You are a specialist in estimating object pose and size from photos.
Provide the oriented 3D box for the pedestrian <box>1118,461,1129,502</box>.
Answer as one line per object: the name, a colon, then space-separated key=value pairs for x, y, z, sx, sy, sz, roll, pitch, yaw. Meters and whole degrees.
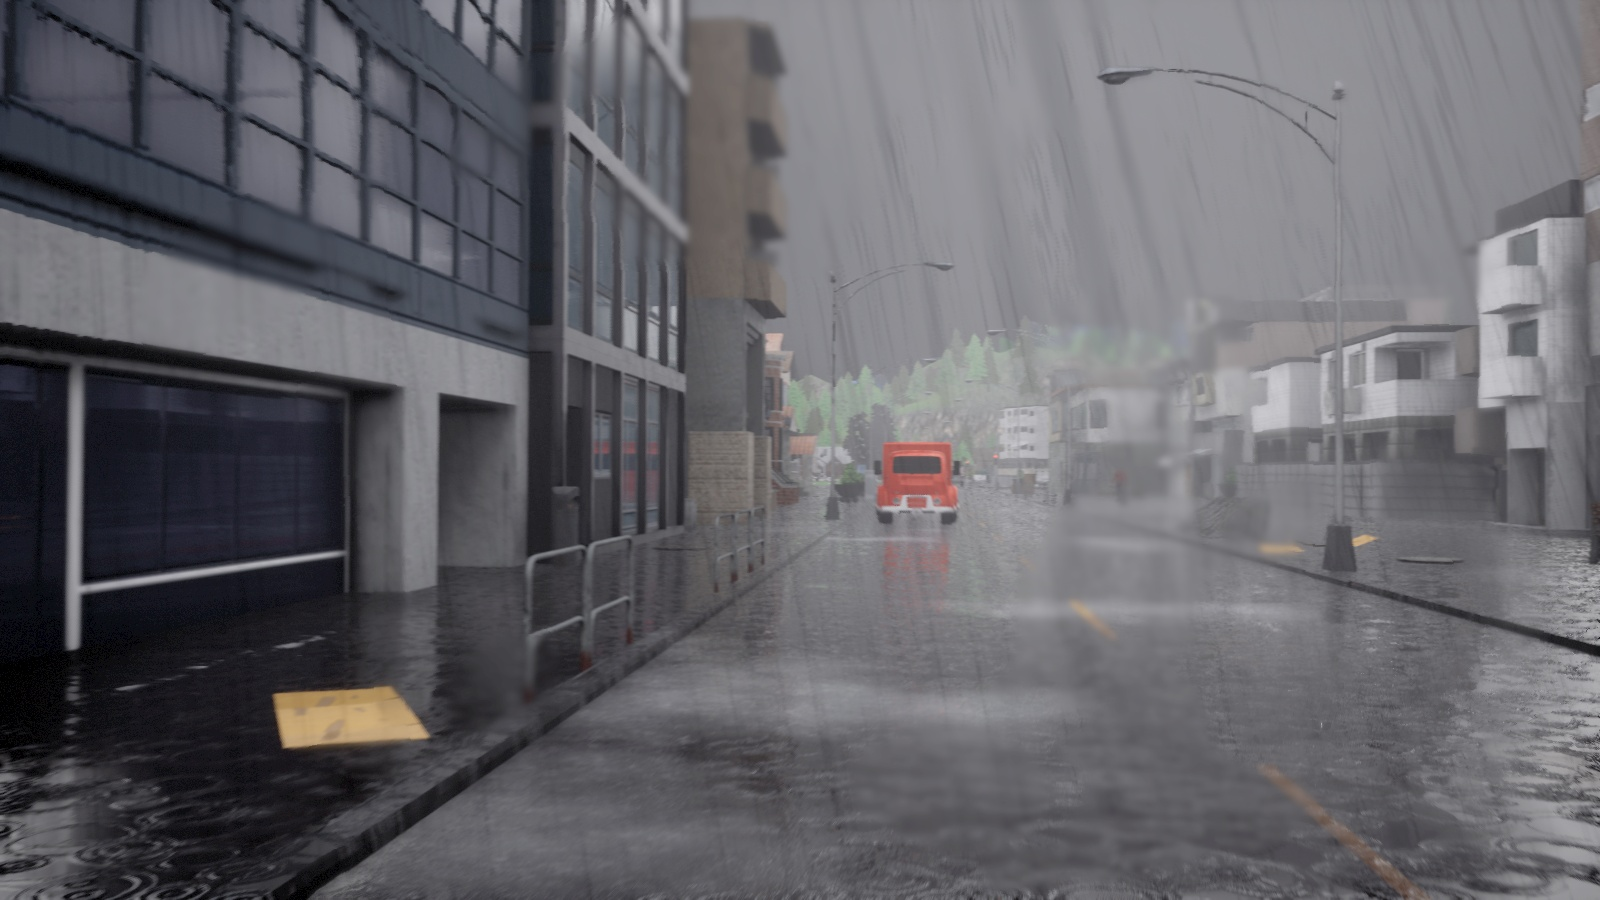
pedestrian: x=14.915 y=1.456 z=57.903 sx=0.331 sy=1.846 sz=0.636 roll=0 pitch=-1 yaw=4

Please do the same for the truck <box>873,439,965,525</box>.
truck: x=3.663 y=0.966 z=38.612 sx=2.627 sy=2.467 sz=5.204 roll=0 pitch=-1 yaw=6
